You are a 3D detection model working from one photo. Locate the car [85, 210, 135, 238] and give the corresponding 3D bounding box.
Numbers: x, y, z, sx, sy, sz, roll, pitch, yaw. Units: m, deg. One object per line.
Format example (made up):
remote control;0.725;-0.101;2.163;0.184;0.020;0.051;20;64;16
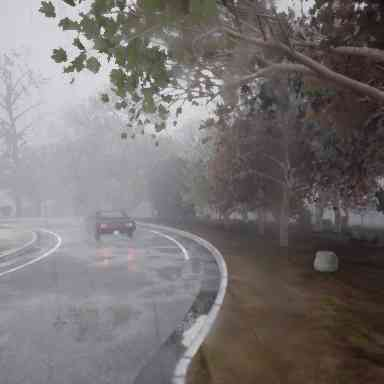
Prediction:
car;-4.497;1.601;17.691;1.895;1.301;4.718;0;0;-25
